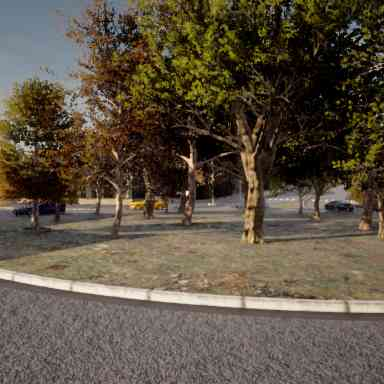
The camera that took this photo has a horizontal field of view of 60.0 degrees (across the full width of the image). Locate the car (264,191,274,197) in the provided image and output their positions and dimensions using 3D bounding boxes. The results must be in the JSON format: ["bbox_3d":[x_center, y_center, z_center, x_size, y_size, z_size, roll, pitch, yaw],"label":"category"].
[{"bbox_3d":[16.715,0.540,75.743,1.946,1.575,5.366,0,3,27],"label":"car"}]

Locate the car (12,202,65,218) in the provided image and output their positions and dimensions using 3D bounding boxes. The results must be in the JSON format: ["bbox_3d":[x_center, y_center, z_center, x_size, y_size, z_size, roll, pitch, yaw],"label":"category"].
[{"bbox_3d":[-14.177,1.484,30.996,1.882,1.535,5.008,0,-1,26],"label":"car"}]

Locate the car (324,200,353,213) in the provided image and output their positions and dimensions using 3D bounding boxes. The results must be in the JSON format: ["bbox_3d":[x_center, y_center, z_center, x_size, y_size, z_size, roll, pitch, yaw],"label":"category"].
[{"bbox_3d":[18.262,1.796,41.633,1.837,1.490,4.892,-1,0,-3],"label":"car"}]

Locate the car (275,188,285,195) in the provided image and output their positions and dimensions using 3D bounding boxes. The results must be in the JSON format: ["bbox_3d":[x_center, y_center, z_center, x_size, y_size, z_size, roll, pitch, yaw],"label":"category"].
[{"bbox_3d":[21.716,-0.042,85.577,1.946,1.575,5.366,0,3,27],"label":"car"}]

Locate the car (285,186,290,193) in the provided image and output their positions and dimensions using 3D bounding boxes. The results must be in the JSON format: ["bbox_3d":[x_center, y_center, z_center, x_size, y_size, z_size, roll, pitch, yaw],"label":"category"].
[{"bbox_3d":[24.339,-0.594,90.737,2.435,2.045,5.566,0,3,27],"label":"car"}]

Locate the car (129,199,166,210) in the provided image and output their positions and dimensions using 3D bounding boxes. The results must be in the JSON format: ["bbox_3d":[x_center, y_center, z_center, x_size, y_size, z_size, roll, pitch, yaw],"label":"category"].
[{"bbox_3d":[-5.803,1.607,44.106,5.008,1.535,1.882,1,0,-22],"label":"car"}]

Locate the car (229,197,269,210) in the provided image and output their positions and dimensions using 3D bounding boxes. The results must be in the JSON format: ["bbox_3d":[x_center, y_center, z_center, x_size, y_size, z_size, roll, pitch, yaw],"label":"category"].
[{"bbox_3d":[7.851,1.766,45.971,5.357,1.411,2.033,1,0,12],"label":"car"}]
